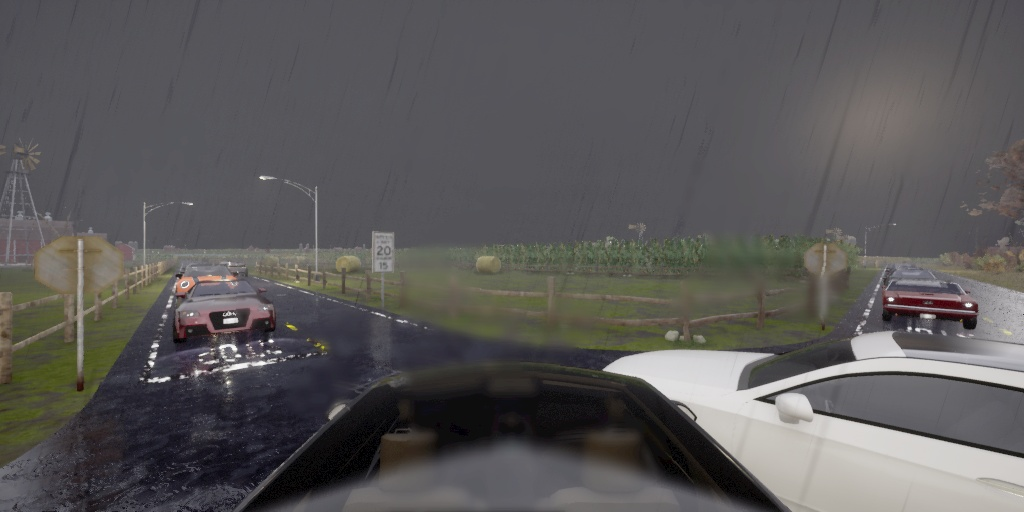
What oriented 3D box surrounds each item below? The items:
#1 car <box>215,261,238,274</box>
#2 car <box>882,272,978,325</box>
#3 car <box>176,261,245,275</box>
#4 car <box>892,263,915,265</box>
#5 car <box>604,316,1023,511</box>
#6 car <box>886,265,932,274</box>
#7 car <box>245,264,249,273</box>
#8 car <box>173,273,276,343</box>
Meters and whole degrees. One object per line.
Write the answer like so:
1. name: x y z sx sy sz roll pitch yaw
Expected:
1. car: -34.172 1.331 42.867 1.837 1.490 4.892 0 0 -42
2. car: 13.394 1.399 11.692 4.718 1.301 1.895 0 1 -44
3. car: -13.894 1.150 16.401 2.097 1.767 4.553 0 0 -42
4. car: 27.084 1.405 24.662 4.181 1.385 1.994 0 1 -43
5. car: 2.815 1.293 2.513 1.812 1.442 4.674 0 1 -45
6. car: 20.399 1.365 18.333 5.357 1.411 2.033 0 1 -43
7. car: -27.369 1.305 35.483 2.128 1.511 4.902 0 0 -42
8. car: -8.047 1.360 9.981 1.994 1.385 4.181 0 0 -43
